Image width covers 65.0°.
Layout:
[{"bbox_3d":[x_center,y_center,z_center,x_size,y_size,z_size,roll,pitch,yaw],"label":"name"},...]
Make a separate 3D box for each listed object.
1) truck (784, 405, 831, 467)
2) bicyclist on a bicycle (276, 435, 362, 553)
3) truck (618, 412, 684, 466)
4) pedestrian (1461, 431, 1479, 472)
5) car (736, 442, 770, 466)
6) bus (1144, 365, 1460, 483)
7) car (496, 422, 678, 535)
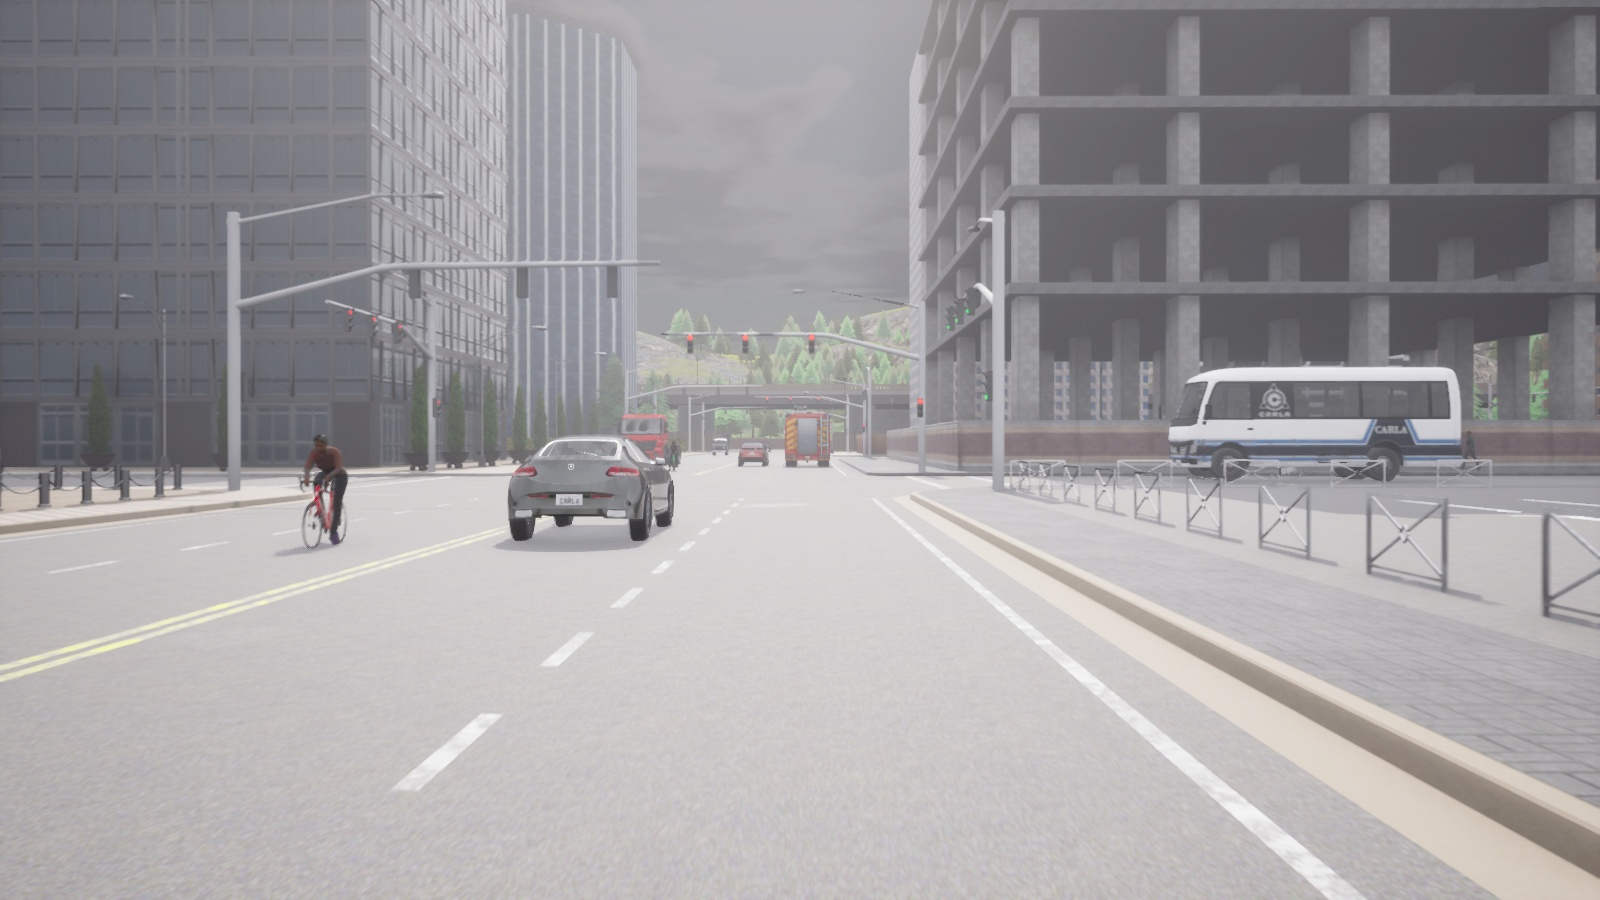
[{"bbox_3d":[0.484,-0.881,82.173,2.891,3.827,8.468,0,0,0],"label":"truck"},{"bbox_3d":[-6.882,0.592,18.041,0.582,1.620,1.656,0,1,0],"label":"bicyclist on a bicycle"},{"bbox_3d":[-9.991,-0.721,84.811,2.891,3.462,7.936,0,0,5],"label":"truck"},{"bbox_3d":[29.936,0.057,56.113,0.614,1.847,0.353,0,0,-6],"label":"pedestrian"},{"bbox_3d":[-3.021,0.231,81.527,2.007,1.525,4.514,0,0,0],"label":"car"},{"bbox_3d":[18.578,-0.936,47.138,10.273,4.253,3.944,0,0,0],"label":"bus"},{"bbox_3d":[-3.366,0.405,20.902,2.152,1.651,5.027,0,0,0],"label":"car"}]
